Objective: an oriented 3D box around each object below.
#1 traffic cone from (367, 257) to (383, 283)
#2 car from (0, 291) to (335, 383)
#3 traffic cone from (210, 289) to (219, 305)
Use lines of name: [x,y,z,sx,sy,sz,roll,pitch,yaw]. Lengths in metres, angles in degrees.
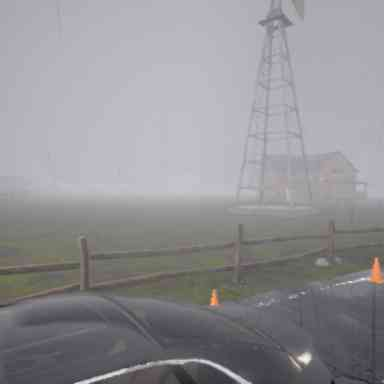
traffic cone: [4.641,1.944,8.362,0.340,0.580,0.340,0,0,-32]
car: [-1.211,1.494,1.663,4.892,1.490,1.837,0,0,-35]
traffic cone: [0.380,1.936,5.598,0.340,0.580,0.340,0,0,-34]
